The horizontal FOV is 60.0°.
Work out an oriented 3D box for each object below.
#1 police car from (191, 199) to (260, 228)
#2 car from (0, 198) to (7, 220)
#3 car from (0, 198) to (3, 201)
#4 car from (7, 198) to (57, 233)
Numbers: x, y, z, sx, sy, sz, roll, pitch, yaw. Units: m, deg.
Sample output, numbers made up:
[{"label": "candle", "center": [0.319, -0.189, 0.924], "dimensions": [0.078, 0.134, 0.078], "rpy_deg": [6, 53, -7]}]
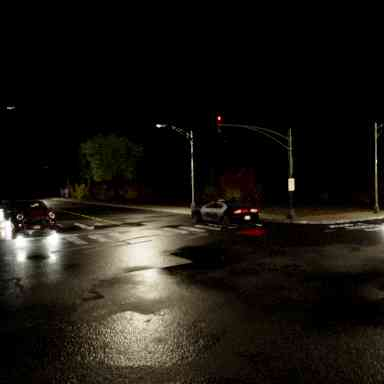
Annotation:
[{"label": "police car", "center": [1.767, 1.245, 20.303], "dimensions": [2.038, 1.542, 4.974], "rpy_deg": [-2, 1, -32]}, {"label": "car", "center": [-14.685, 1.465, 27.927], "dimensions": [1.812, 1.442, 4.674], "rpy_deg": [-2, 1, -33]}, {"label": "car", "center": [-21.618, 1.415, 38.826], "dimensions": [2.128, 1.511, 4.902], "rpy_deg": [-2, 1, -32]}, {"label": "car", "center": [-9.451, 1.304, 19.668], "dimensions": [2.097, 1.767, 4.553], "rpy_deg": [-2, 1, -32]}]
